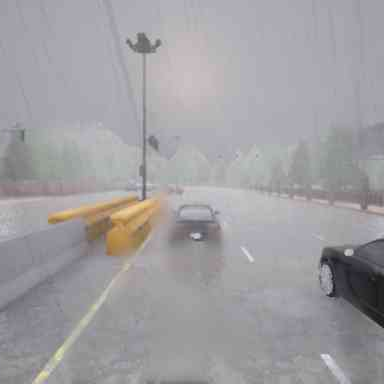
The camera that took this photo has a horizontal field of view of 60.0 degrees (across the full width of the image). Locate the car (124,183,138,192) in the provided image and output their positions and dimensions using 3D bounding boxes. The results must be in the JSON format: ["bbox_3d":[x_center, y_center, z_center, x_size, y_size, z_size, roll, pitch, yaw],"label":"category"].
[{"bbox_3d":[-13.657,-1.043,74.428,2.150,2.045,5.566,0,2,0],"label":"car"}]

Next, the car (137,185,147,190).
[{"bbox_3d":[-13.573,-1.229,90.383,2.033,1.411,5.357,0,2,0],"label":"car"}]

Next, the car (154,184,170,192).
[{"bbox_3d":[-6.658,-0.735,74.176,2.128,1.511,4.902,0,2,0],"label":"car"}]

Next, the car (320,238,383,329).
[{"bbox_3d":[3.601,1.367,5.003,1.882,1.535,5.008,0,2,0],"label":"car"}]

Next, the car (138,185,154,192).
[{"bbox_3d":[-10.158,-0.737,74.194,1.812,1.442,4.674,0,2,0],"label":"car"}]

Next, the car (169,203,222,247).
[{"bbox_3d":[0.125,1.168,12.976,1.812,1.442,4.674,0,2,0],"label":"car"}]

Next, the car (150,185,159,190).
[{"bbox_3d":[-10.076,-1.253,89.907,1.837,1.490,4.892,0,2,0],"label":"car"}]
